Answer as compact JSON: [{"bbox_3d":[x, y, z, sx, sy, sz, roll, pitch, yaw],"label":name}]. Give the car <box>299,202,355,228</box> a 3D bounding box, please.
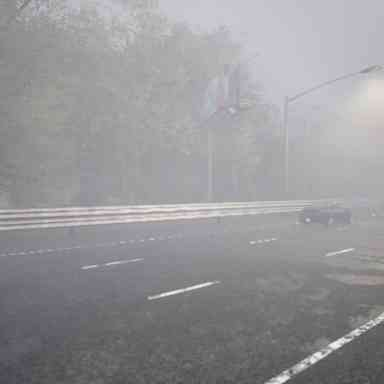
[{"bbox_3d":[8.949,1.435,21.861,4.892,1.490,1.837,0,0,-40],"label":"car"}]
